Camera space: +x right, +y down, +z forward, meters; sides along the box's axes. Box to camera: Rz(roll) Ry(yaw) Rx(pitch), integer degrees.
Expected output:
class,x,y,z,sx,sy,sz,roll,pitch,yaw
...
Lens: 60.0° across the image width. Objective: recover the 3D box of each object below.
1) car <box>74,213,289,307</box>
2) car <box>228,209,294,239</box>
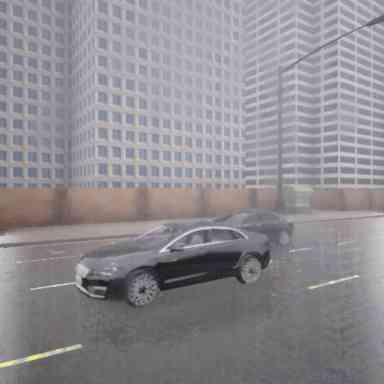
class,x,y,z,sx,sy,sz,roll,pitch,yaw
car,-0.225,1.492,8.010,4.902,1.511,2.128,0,0,-34
car,2.169,1.504,13.817,4.892,1.490,1.837,0,0,-34
